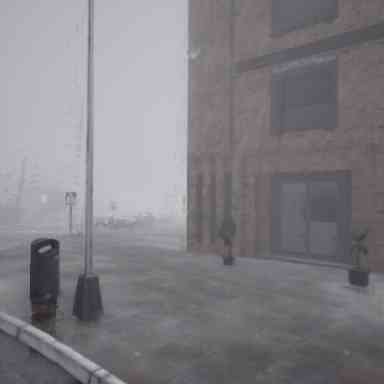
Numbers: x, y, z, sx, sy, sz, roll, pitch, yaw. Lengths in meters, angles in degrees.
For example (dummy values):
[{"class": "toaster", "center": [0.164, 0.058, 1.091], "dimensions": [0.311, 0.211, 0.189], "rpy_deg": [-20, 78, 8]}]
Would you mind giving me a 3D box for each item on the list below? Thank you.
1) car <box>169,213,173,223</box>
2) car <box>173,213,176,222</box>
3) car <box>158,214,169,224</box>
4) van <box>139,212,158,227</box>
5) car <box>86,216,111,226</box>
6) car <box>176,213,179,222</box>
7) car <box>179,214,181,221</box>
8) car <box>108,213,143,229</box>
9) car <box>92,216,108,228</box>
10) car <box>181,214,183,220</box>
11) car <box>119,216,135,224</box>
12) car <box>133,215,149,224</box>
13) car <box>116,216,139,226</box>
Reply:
[{"class": "car", "center": [-5.463, 5.026, 62.680], "dimensions": [2.185, 1.767, 4.553], "rpy_deg": [0, -4, 3]}, {"class": "car", "center": [-5.172, 5.419, 68.184], "dimensions": [2.185, 1.767, 4.553], "rpy_deg": [0, -4, 3]}, {"class": "car", "center": [-5.759, 4.792, 57.069], "dimensions": [2.002, 1.452, 4.674], "rpy_deg": [0, -4, 3]}, {"class": "van", "center": [-6.331, 3.750, 46.200], "dimensions": [1.878, 1.987, 4.442], "rpy_deg": [0, -4, 3]}, {"class": "car", "center": [-12.743, 3.944, 45.507], "dimensions": [1.994, 1.385, 4.181], "rpy_deg": [0, -4, 3]}, {"class": "car", "center": [-4.881, 5.940, 73.704], "dimensions": [2.231, 1.521, 4.892], "rpy_deg": [0, -4, 3]}, {"class": "car", "center": [-4.591, 6.331, 79.208], "dimensions": [2.097, 1.535, 5.008], "rpy_deg": [0, -4, 3]}, {"class": "car", "center": [-6.899, 3.227, 35.115], "dimensions": [2.002, 1.452, 4.674], "rpy_deg": [2, -4, 3]}, {"class": "car", "center": [-9.847, 3.520, 38.561], "dimensions": [1.895, 1.301, 4.718], "rpy_deg": [0, -4, 3]}, {"class": "car", "center": [-4.303, 6.467, 84.638], "dimensions": [2.435, 2.045, 5.566], "rpy_deg": [0, -4, 3]}, {"class": "car", "center": [-11.925, 5.101, 61.210], "dimensions": [1.895, 1.301, 4.718], "rpy_deg": [0, -4, 3]}, {"class": "car", "center": [-8.915, 4.842, 58.455], "dimensions": [1.837, 1.490, 4.892], "rpy_deg": [0, -4, 3]}, {"class": "car", "center": [-9.350, 4.187, 48.669], "dimensions": [2.033, 1.411, 5.357], "rpy_deg": [0, -4, 3]}]
